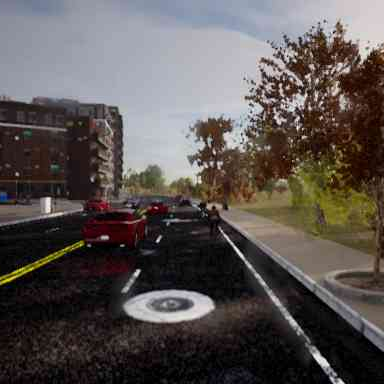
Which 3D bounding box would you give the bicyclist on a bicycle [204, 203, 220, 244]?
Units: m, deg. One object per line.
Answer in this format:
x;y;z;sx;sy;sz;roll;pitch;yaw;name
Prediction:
0.964;1.427;14.520;0.582;1.620;1.656;0;0;0;bicyclist on a bicycle

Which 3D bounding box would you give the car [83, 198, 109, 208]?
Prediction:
-10.261;1.414;35.847;1.882;1.535;5.008;0;0;-2;car

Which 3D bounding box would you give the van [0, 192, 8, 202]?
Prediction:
-32.386;0.798;54.557;3.998;1.788;1.690;1;-1;-32;van

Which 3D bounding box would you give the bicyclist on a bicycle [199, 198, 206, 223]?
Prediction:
0.813;1.327;24.451;0.659;1.776;1.843;0;0;-1;bicyclist on a bicycle

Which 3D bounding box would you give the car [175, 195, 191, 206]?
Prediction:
-1.171;1.444;52.534;2.033;1.411;5.357;0;0;-3;car

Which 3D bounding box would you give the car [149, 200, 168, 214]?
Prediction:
-3.516;1.502;33.986;1.994;1.385;4.181;0;0;-2;car

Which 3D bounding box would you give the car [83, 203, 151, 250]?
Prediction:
-3.084;1.453;14.190;1.882;1.535;5.008;0;0;0;car

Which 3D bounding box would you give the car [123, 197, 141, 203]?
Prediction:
-7.175;1.420;40.124;2.128;1.511;4.902;0;0;-2;car
